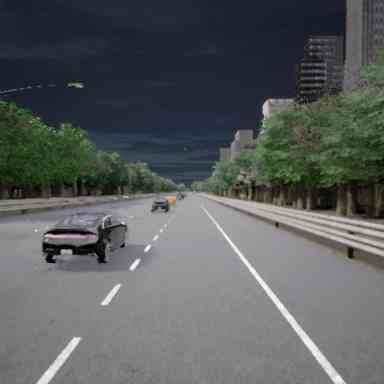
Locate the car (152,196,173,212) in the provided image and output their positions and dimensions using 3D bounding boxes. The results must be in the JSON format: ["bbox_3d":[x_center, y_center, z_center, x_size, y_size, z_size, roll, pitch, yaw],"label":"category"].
[{"bbox_3d":[-3.538,1.491,38.834,1.837,1.490,4.892,1,0,0],"label":"car"}]

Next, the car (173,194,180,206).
[{"bbox_3d":[-3.563,1.488,56.839,1.882,1.535,5.008,1,0,0],"label":"car"}]

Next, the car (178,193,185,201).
[{"bbox_3d":[-3.610,1.581,90.518,2.033,1.411,5.357,1,0,0],"label":"car"}]

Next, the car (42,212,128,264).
[{"bbox_3d":[-3.499,1.461,11.699,2.128,1.511,4.902,1,0,0],"label":"car"}]
